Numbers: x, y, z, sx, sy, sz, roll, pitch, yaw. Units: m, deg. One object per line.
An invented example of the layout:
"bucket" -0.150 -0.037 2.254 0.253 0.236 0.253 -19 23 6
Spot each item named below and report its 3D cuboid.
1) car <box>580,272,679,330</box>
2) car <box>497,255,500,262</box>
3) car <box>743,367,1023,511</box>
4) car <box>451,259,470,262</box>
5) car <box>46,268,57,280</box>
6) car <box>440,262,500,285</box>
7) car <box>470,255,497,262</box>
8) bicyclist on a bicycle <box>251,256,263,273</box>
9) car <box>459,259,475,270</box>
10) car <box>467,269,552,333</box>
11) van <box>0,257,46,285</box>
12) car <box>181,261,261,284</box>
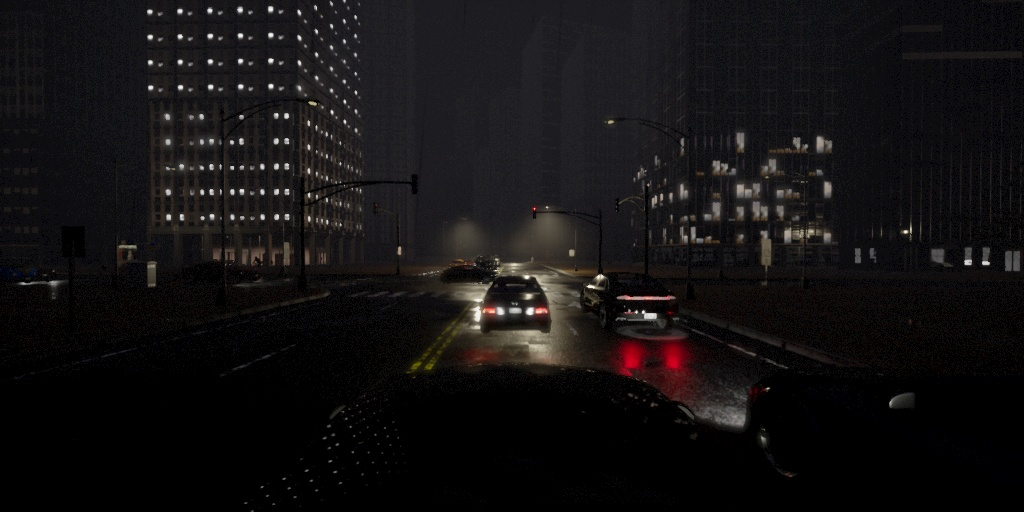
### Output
"car" 3.356 1.237 11.085 2.128 1.511 4.902 0 0 0
"car" -3.286 1.042 52.836 2.097 1.767 4.553 0 0 0
"car" 3.354 1.314 1.928 1.994 1.385 4.181 0 0 0
"car" -6.548 1.188 43.206 1.882 1.535 5.008 0 0 0
"car" -36.462 1.107 26.286 4.674 1.442 1.812 0 0 2
"car" -2.969 1.303 25.512 4.181 1.385 1.994 0 0 1
"car" -3.299 0.932 42.882 2.150 2.045 5.566 0 0 0
"bicyclist on a bicycle" -24.665 0.863 34.704 0.582 1.620 1.656 0 1 1
"car" -6.535 1.216 52.618 1.812 1.442 4.674 0 0 0
"car" 0.109 1.293 10.672 2.033 1.411 5.357 0 0 1
"van" -33.909 0.957 23.625 3.998 1.789 1.690 0 0 1
"car" -20.881 1.133 25.871 5.008 1.535 1.882 0 0 1
